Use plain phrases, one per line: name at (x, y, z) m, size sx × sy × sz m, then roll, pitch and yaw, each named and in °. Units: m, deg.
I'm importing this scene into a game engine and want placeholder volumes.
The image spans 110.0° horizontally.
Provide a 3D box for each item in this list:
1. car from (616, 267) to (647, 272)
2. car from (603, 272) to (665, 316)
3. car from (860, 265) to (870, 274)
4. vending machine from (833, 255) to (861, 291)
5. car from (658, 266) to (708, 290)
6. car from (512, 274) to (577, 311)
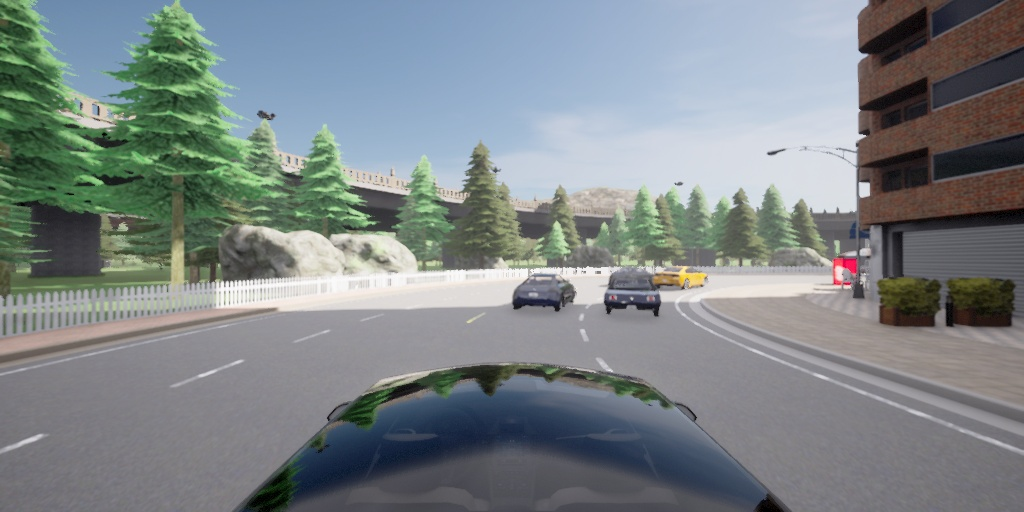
car at (9.123, 1.552, 27.070) m, size 4.181 × 1.385 × 1.994 m, roll 0°, pitch -1°, yaw -42°
car at (4.736, 1.468, 14.164) m, size 1.895 × 1.301 × 4.718 m, roll 0°, pitch -1°, yaw 19°
car at (41.998, 1.655, 41.335) m, size 4.674 × 1.442 × 1.812 m, roll 0°, pitch -1°, yaw 0°
vending machine at (23.700, 1.172, 25.529) m, size 0.880 × 2.100 × 1.100 m, roll 0°, pitch 0°, yaw -12°
car at (11.658, 1.444, 24.627) m, size 5.008 × 1.535 × 1.882 m, roll 0°, pitch -1°, yaw -41°
car at (1.481, 1.442, 15.396) m, size 1.994 × 1.385 × 4.181 m, roll 0°, pitch -1°, yaw 20°
